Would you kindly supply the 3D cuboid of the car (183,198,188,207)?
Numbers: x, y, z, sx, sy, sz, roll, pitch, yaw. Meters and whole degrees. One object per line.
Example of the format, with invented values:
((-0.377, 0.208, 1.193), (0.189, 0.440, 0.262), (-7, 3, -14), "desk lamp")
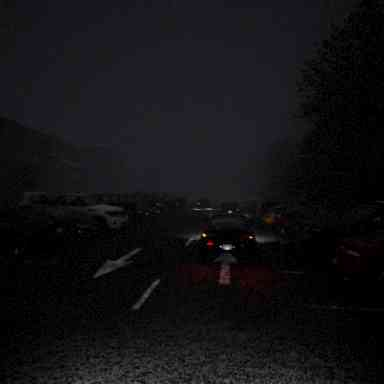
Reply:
((-3.240, 1.026, 42.347), (5.566, 2.045, 2.435), (1, 0, 7), "car")

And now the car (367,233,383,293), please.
((5.546, 1.584, 4.980), (4.674, 1.452, 2.002), (1, 0, 7), "car")

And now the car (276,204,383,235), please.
((6.786, 1.547, 15.926), (4.792, 1.488, 2.163), (1, 0, 7), "car")

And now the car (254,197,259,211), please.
((8.714, 1.372, 32.523), (4.553, 1.767, 2.185), (1, 0, 7), "car")

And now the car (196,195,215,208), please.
((1.646, 1.396, 44.173), (1.837, 1.490, 4.892), (1, 0, 7), "car")

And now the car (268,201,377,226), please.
((7.130, 1.514, 18.690), (5.008, 1.535, 2.097), (1, 0, 7), "car")

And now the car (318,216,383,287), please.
((5.850, 1.536, 7.623), (5.008, 1.535, 2.097), (1, 0, 7), "car")

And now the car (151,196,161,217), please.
((-5.229, 1.273, 25.646), (4.892, 1.521, 2.231), (1, 0, 7), "car")

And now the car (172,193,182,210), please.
((-4.219, 1.013, 33.994), (5.566, 2.045, 2.435), (1, 0, 7), "car")

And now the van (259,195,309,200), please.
((8.540, 1.275, 29.744), (4.442, 1.987, 1.878), (1, 0, 7), "van")

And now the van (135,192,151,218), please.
((-5.427, 1.052, 22.847), (4.442, 1.987, 1.878), (1, 0, 7), "van")

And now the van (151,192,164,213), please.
((-5.011, 1.040, 28.443), (4.442, 1.987, 1.878), (1, 0, 7), "van")

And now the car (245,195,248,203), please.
((10.360, 1.537, 46.349), (5.008, 1.535, 2.097), (1, 0, 7), "car")

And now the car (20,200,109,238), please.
((-6.518, 1.288, 14.503), (4.892, 1.521, 2.231), (1, 0, 7), "car")

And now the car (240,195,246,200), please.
((13.689, 1.808, 74.638), (4.674, 1.452, 2.002), (1, 0, 7), "car")

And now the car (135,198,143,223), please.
((-5.874, 1.279, 20.077), (5.008, 1.535, 2.097), (1, 0, 7), "car")

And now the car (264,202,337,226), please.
((7.774, 1.547, 24.224), (4.674, 1.452, 2.002), (1, 0, 7), "car")

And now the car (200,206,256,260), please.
((1.346, 1.480, 12.286), (1.812, 1.442, 4.674), (1, 0, 7), "car")

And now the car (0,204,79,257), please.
((-6.864, 1.322, 11.727), (4.792, 1.488, 2.163), (1, 0, 7), "car")

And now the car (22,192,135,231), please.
((-6.158, 1.032, 17.287), (5.566, 2.045, 2.435), (1, 0, 7), "car")

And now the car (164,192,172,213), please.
((-4.605, 1.138, 31.219), (4.553, 1.767, 2.185), (1, 0, 7), "car")

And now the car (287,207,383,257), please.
((6.523, 1.552, 13.153), (4.792, 1.488, 2.163), (1, 0, 7), "car")

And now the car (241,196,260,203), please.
((14.821, 1.888, 84.269), (4.674, 1.452, 2.002), (1, 0, 7), "car")

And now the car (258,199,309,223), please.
((7.272, 1.504, 21.478), (5.366, 1.575, 1.946), (1, 0, 7), "car")

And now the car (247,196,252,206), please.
((9.720, 1.511, 40.818), (5.008, 1.535, 2.097), (1, 0, 7), "car")

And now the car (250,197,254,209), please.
((9.392, 1.544, 38.050), (4.674, 1.452, 2.002), (1, 0, 7), "car")

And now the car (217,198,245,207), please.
((3.081, 1.497, 27.248), (1.994, 1.385, 4.181), (1, 0, 7), "car")
